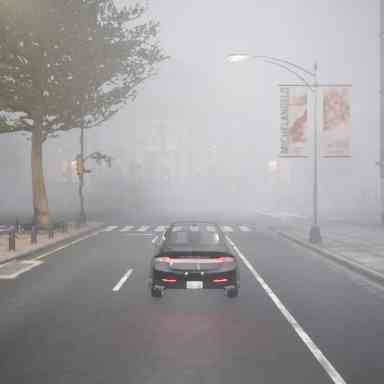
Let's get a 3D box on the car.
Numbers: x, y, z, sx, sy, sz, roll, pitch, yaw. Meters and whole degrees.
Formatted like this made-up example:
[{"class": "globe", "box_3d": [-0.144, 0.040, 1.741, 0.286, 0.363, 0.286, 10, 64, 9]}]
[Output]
[{"class": "car", "box_3d": [0.060, 1.491, 8.530, 2.128, 1.511, 4.902, 0, 0, 0]}]
